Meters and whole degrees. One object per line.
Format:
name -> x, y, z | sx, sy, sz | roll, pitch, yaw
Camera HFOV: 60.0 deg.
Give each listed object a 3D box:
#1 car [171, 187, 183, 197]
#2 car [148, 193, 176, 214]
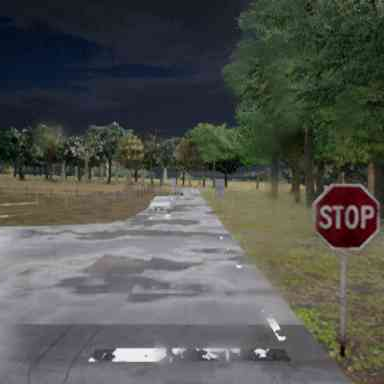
car -> -2.696, -0.136, 62.137 | 2.097, 1.767, 4.553 | 0, 2, 0
car -> -2.726, 1.089, 29.638 | 1.812, 1.442, 4.674 | 0, 2, 0
